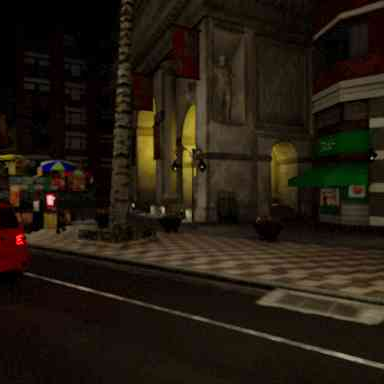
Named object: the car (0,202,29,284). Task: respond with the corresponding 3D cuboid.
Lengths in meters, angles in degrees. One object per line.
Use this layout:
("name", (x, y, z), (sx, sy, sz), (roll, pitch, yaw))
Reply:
("car", (-6.386, 1.246, 8.433), (5.566, 2.045, 2.150), (0, 0, 35))
